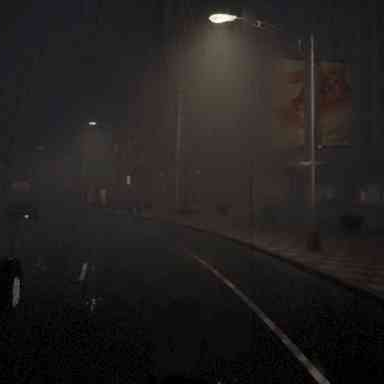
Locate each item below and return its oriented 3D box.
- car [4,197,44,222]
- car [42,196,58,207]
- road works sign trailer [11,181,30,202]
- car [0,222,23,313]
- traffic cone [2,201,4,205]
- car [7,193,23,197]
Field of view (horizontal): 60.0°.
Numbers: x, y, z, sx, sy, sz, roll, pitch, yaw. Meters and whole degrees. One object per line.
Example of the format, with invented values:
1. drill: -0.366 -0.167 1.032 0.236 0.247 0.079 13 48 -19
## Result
1. car: -12.647 1.400 24.723 1.837 1.490 4.892 0 0 -34
2. car: -20.268 1.263 46.790 2.231 1.521 4.892 -1 0 -36
3. road works sign trailer: -24.327 0.266 47.148 2.380 3.560 2.880 -1 0 -36
4. car: -3.999 1.467 4.463 1.882 1.535 5.008 0 0 -7
5. traffic cone: -29.599 1.752 51.989 0.340 0.580 0.340 -1 0 -36
6. car: -37.334 1.062 70.699 2.185 1.767 4.553 -1 0 -36
